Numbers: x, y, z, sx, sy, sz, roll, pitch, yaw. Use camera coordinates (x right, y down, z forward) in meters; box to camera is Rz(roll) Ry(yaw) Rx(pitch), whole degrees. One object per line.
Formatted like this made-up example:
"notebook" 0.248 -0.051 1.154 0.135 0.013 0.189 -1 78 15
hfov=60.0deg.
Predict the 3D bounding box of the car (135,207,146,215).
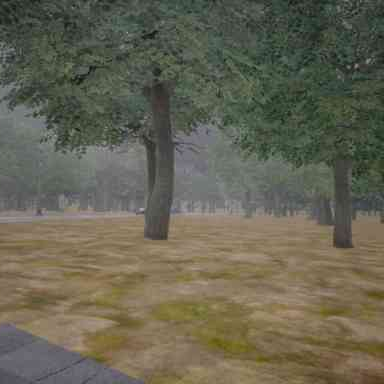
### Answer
"car" -8.510 3.564 61.203 1.812 1.442 4.674 0 -3 29

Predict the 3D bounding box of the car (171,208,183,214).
"car" -3.874 3.968 69.944 2.033 1.411 5.357 0 -3 28
